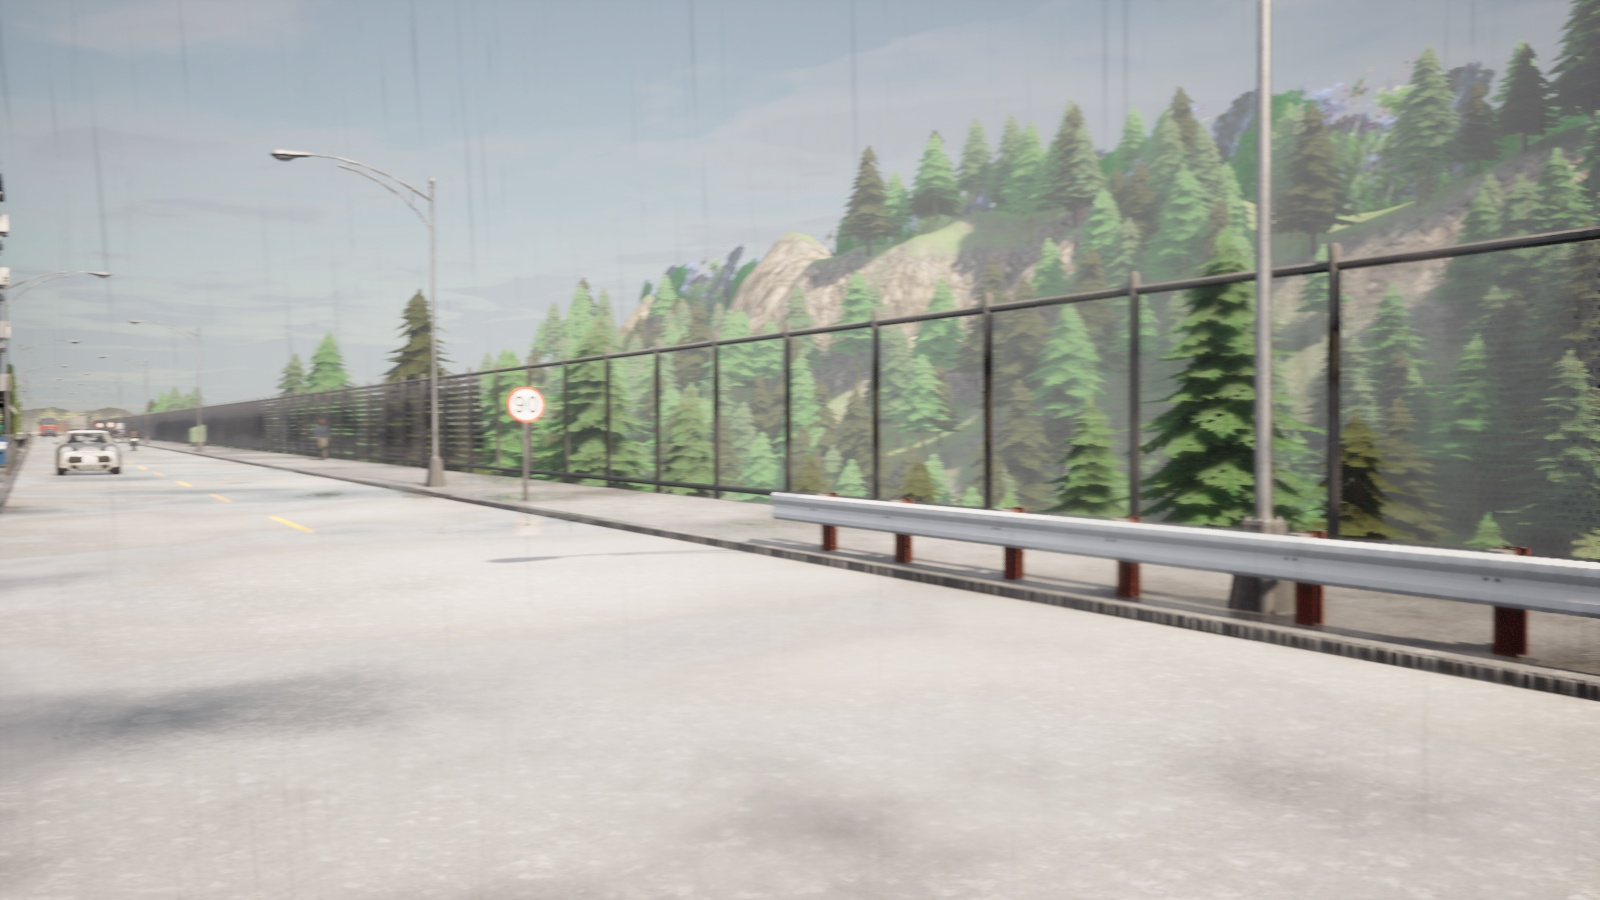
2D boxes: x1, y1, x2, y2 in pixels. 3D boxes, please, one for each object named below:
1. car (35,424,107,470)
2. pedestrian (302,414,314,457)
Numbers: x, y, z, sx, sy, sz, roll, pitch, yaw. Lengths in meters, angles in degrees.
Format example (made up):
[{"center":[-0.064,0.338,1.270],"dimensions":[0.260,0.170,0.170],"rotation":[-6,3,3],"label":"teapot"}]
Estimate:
[{"center":[-24.653,-0.137,42.424],"dimensions":[1.970,1.475,3.806],"rotation":[-1,1,-32],"label":"car"},{"center":[-21.133,-0.626,53.959],"dimensions":[0.370,1.835,0.726],"rotation":[-1,1,-29],"label":"pedestrian"}]
